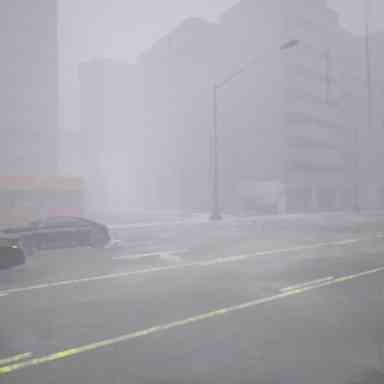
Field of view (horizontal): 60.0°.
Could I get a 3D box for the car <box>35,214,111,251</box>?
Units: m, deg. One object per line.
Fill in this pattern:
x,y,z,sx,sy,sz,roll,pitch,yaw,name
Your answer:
-5.353,1.575,13.050,4.181,1.385,1.994,0,0,-35,car

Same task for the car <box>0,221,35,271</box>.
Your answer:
-6.535,1.527,7.929,4.674,1.442,1.812,-1,0,-36,car
